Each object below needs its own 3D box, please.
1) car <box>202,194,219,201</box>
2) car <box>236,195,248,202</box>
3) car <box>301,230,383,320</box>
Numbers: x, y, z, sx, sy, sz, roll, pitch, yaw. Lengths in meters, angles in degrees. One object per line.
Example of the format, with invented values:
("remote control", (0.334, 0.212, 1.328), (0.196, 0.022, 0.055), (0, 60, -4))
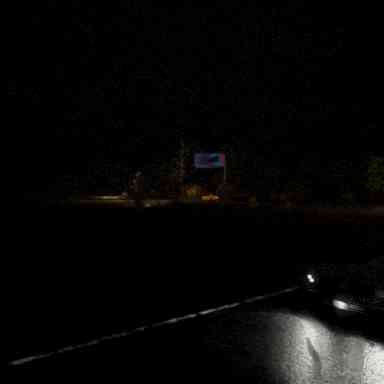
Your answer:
("car", (4.156, 1.203, 75.526), (1.882, 1.535, 5.008), (0, 0, -34))
("car", (9.236, 1.335, 67.988), (1.882, 1.535, 5.008), (0, 0, -33))
("car", (4.715, 1.540, 7.229), (5.357, 1.411, 2.033), (0, 0, -35))
